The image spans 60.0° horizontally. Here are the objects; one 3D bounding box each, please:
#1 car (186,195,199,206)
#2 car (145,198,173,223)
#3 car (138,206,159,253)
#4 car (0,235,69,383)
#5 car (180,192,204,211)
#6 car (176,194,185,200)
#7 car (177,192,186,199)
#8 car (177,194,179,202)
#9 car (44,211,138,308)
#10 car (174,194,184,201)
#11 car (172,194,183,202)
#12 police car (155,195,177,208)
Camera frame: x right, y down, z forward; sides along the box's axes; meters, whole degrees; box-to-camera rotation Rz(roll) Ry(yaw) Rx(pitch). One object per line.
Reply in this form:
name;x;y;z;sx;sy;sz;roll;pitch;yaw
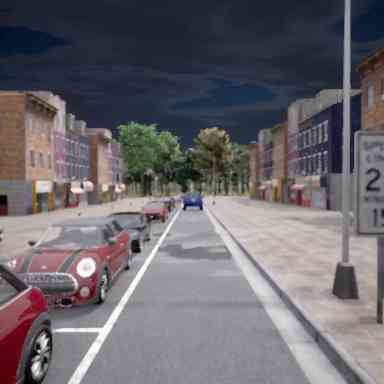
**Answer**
car;0.106;1.189;47.746;1.837;1.490;4.892;0;1;0
car;-2.642;1.378;24.063;1.887;1.381;4.507;-1;0;0
car;-2.643;1.472;13.194;1.947;1.339;4.313;-1;0;0
car;-2.646;1.422;2.324;1.967;1.590;4.097;-1;0;0
car;0.110;0.971;37.312;2.150;2.045;5.566;0;1;-1
car;-2.633;1.068;78.410;1.947;1.339;4.313;-1;0;0
car;-2.633;0.911;83.844;1.967;1.590;4.097;-1;0;0
car;-3.013;1.224;41.942;1.837;1.490;4.892;0;0;0
car;-2.645;1.384;7.758;1.967;1.590;4.097;-1;0;0
car;-2.634;1.147;67.541;1.802;1.307;4.206;-1;0;0
car;-2.636;1.163;62.106;1.947;1.339;4.313;-1;0;0
police car;-3.002;1.188;35.052;1.930;1.638;5.238;0;0;0
